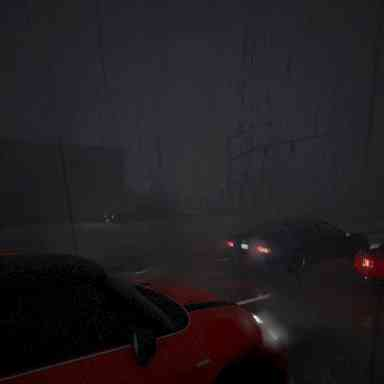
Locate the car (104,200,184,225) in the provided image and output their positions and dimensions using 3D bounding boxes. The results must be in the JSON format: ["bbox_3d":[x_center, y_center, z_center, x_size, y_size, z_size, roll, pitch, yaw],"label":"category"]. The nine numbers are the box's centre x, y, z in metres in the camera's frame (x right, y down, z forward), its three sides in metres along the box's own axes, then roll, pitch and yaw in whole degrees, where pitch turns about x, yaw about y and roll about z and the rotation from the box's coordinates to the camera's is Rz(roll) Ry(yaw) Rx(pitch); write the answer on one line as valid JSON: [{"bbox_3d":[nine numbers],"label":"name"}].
[{"bbox_3d":[-3.569,1.547,24.123,5.357,1.411,2.033,0,0,-35],"label":"car"}]

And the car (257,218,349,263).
[{"bbox_3d":[3.507,1.547,10.593,5.357,1.411,2.033,0,0,-35],"label":"car"}]

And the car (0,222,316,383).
[{"bbox_3d":[-1.252,1.352,2.854,4.553,1.767,2.097,0,0,-35],"label":"car"}]

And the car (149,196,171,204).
[{"bbox_3d":[-6.183,1.504,63.706,1.837,1.490,4.892,0,0,-36],"label":"car"}]

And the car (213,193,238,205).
[{"bbox_3d":[5.659,1.222,59.287,2.150,2.045,5.566,0,0,-36],"label":"car"}]

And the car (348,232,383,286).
[{"bbox_3d":[6.079,1.601,8.122,4.718,1.301,1.895,0,0,-35],"label":"car"}]

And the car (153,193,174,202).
[{"bbox_3d":[-6.500,1.225,76.123,2.150,2.045,5.566,0,0,-36],"label":"car"}]

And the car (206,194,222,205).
[{"bbox_3d":[2.404,1.547,57.797,2.033,1.411,5.357,0,0,-36],"label":"car"}]

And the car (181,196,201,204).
[{"bbox_3d":[-0.220,1.564,67.440,1.994,1.385,4.181,0,0,-37],"label":"car"}]

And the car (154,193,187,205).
[{"bbox_3d":[-3.628,1.221,54.183,2.150,2.045,5.566,0,0,-35],"label":"car"}]

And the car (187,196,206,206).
[{"bbox_3d":[-0.596,1.547,55.968,2.033,1.411,5.357,0,0,-36],"label":"car"}]

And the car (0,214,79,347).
[{"bbox_3d":[-4.310,1.352,4.972,4.553,1.767,2.097,0,0,-35],"label":"car"}]
